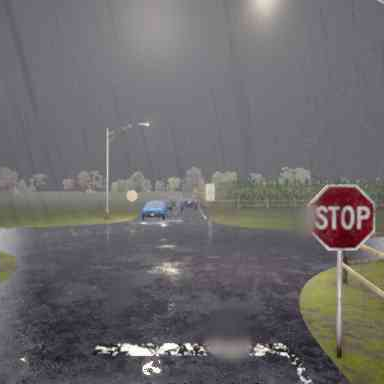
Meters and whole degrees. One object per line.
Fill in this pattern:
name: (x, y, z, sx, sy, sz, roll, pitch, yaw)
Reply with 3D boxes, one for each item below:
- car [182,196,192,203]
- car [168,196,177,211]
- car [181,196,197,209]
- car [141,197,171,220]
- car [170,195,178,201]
car: (-1.147, 1.504, 69.572, 1.994, 1.385, 4.181, 0, 0, -2)
car: (-3.282, 1.523, 40.807, 2.033, 1.411, 5.357, 0, 0, -1)
car: (-0.418, 1.322, 44.811, 2.097, 1.767, 4.553, 0, 0, -1)
car: (-3.060, 1.465, 27.832, 1.882, 1.535, 5.008, 0, 0, -1)
car: (-3.522, 1.563, 52.609, 1.895, 1.301, 4.718, 0, 0, -1)
